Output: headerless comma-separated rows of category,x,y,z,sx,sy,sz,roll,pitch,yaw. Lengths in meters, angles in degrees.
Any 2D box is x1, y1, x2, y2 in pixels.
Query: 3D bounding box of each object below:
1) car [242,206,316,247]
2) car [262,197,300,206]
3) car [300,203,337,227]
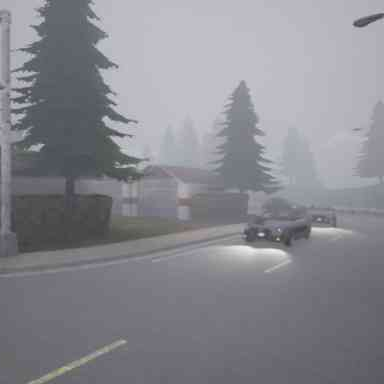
car,3.947,1.540,15.142,1.994,1.385,4.181,0,0,35
car,9.020,1.312,32.625,2.097,1.767,4.553,0,0,-34
car,8.729,1.533,22.719,1.994,1.385,4.181,0,0,22
